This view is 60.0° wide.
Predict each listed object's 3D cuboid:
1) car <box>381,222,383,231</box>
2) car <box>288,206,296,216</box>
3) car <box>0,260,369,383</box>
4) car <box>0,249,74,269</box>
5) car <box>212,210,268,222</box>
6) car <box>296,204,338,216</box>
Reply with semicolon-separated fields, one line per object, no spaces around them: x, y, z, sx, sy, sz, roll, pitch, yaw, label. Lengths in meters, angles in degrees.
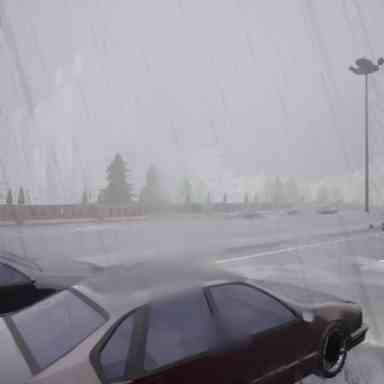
12.673;1.884;18.967;4.718;1.301;1.895;1;-1;-41;car
12.670;2.067;37.661;4.181;1.385;1.994;1;-1;-41;car
-0.089;1.588;3.816;5.357;1.411;2.033;1;-1;-37;car
-3.875;1.585;5.383;5.357;1.411;2.033;1;-1;-36;car
2.997;1.810;20.144;4.181;1.385;1.994;1;-1;-41;car
12.816;1.956;33.177;4.892;1.490;1.837;1;-1;-41;car
